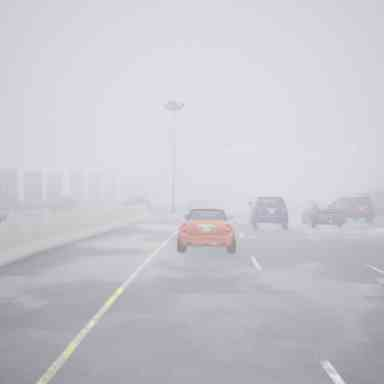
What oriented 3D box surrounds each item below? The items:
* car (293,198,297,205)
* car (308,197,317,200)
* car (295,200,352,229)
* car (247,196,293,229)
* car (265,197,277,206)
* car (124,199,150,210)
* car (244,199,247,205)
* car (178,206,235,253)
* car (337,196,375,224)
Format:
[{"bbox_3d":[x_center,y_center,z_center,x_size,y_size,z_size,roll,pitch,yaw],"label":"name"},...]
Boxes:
[{"bbox_3d":[17.769,1.736,59.349,1.994,1.385,4.181,1,0,18],"label":"car"},{"bbox_3d":[21.162,1.697,58.467,2.128,1.511,4.902,1,0,18],"label":"car"},{"bbox_3d":[8.731,1.575,22.558,2.128,1.511,4.902,1,0,8],"label":"car"},{"bbox_3d":[5.018,1.269,22.169,2.150,2.045,5.566,0,0,7],"label":"car"},{"bbox_3d":[14.319,1.644,60.081,1.837,1.490,4.892,0,0,18],"label":"car"},{"bbox_3d":[-6.448,1.288,38.808,2.097,1.767,4.553,1,0,10],"label":"car"},{"bbox_3d":[10.808,1.630,60.615,1.812,1.442,4.674,0,0,18],"label":"car"},{"bbox_3d":[0.684,1.358,14.021,2.097,1.767,4.553,1,0,5],"label":"car"},{"bbox_3d":[12.720,1.345,26.675,2.150,2.045,5.566,0,0,10],"label":"car"}]
